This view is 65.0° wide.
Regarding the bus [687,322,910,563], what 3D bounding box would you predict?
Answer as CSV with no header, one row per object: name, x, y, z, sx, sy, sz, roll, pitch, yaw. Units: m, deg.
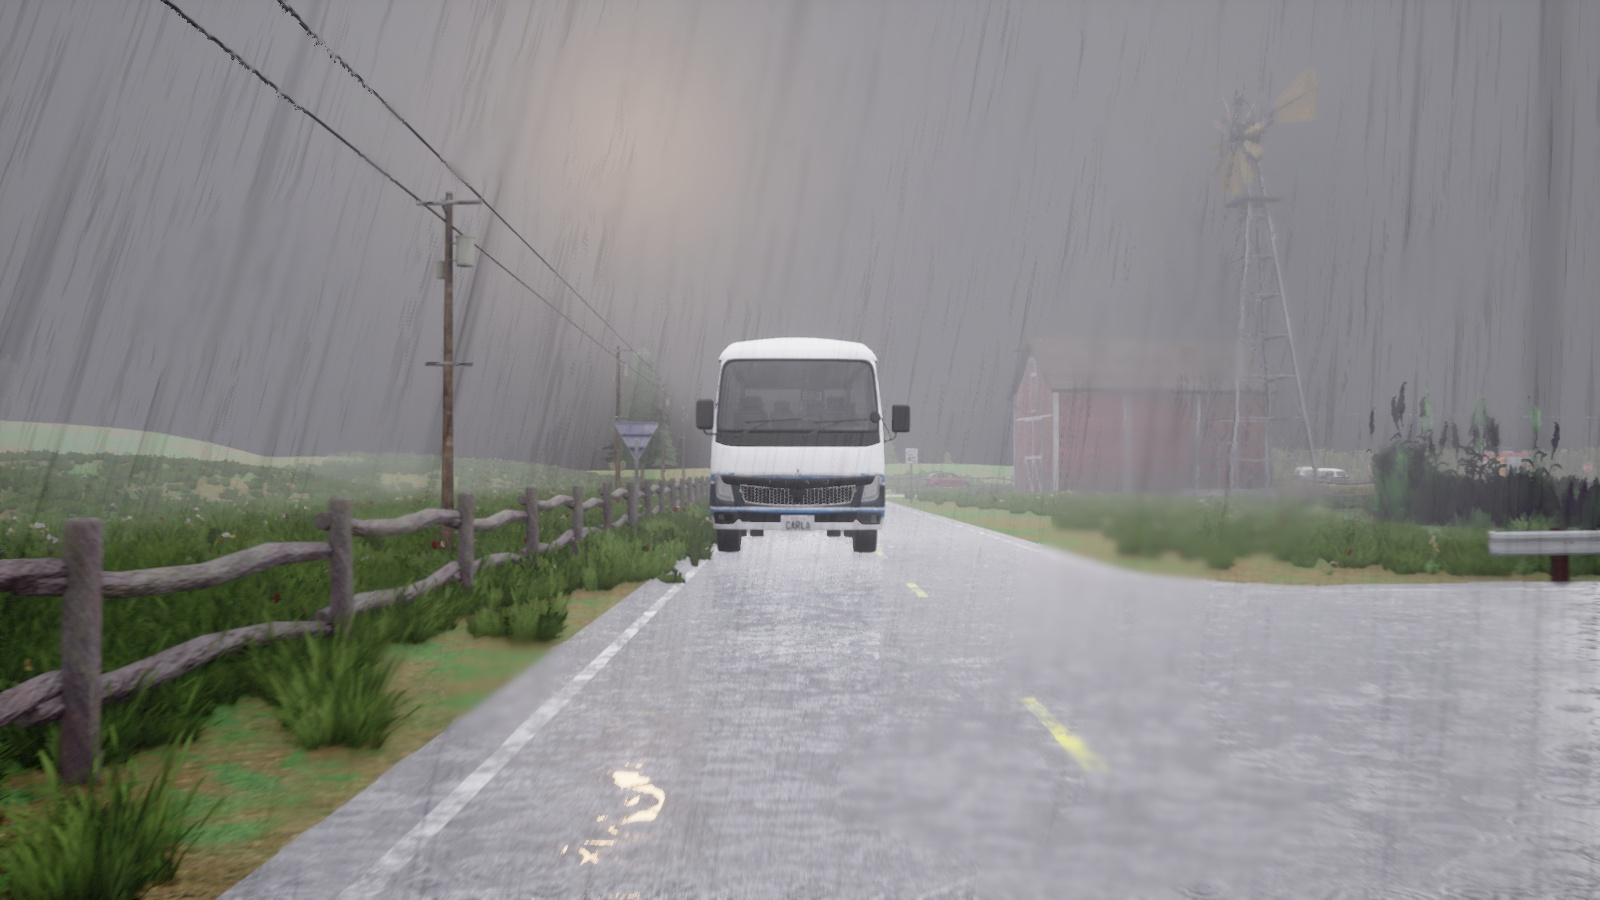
bus,-0.078,-0.090,27.387,3.944,4.253,10.273,0,0,-1
